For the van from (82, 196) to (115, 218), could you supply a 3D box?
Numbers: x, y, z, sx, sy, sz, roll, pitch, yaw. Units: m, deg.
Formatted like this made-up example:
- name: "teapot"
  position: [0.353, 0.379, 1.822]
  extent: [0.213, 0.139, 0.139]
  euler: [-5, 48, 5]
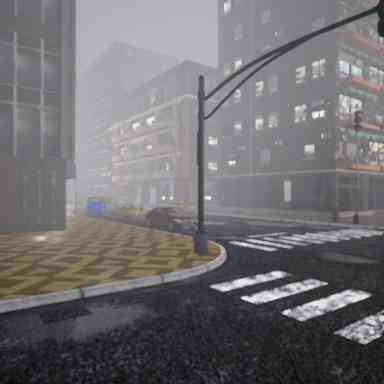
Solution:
- name: "van"
  position: [-7.949, 1.272, 29.258]
  extent: [1.690, 1.788, 3.998]
  euler: [0, 0, -36]

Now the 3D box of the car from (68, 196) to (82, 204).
- name: "car"
  position: [-21.016, 1.459, 61.904]
  extent: [1.752, 1.417, 4.829]
  euler: [0, 0, -36]

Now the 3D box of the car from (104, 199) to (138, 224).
- name: "car"
  position: [-4.553, 1.465, 24.513]
  extent: [1.752, 1.417, 4.829]
  euler: [1, 0, -36]

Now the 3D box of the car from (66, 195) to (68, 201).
- name: "car"
  position: [-27.510, 1.372, 70.976]
  extent: [1.967, 1.590, 4.097]
  euler: [0, 0, -36]

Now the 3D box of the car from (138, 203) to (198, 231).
- name: "car"
  position: [-1.357, 1.532, 20.047]
  extent: [1.802, 1.307, 4.206]
  euler: [1, 0, -36]

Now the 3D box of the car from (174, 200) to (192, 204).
- name: "car"
  position: [-1.235, 1.499, 34.273]
  extent: [1.752, 1.417, 4.829]
  euler: [0, 0, -36]
